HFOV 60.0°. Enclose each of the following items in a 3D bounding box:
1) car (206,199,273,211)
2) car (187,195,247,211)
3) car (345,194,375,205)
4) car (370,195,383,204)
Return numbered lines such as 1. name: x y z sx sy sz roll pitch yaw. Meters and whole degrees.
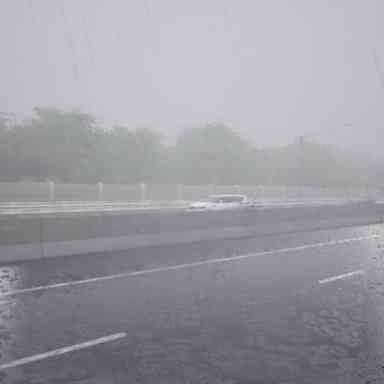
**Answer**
1. car: 3.795 1.495 23.793 4.902 1.511 2.128 0 0 -35
2. car: 2.255 1.228 26.987 5.566 2.045 2.150 0 0 -35
3. car: 23.928 1.295 46.778 5.566 2.045 2.150 0 0 -35
4. car: 26.108 1.553 44.041 5.008 1.535 1.882 0 0 -35
